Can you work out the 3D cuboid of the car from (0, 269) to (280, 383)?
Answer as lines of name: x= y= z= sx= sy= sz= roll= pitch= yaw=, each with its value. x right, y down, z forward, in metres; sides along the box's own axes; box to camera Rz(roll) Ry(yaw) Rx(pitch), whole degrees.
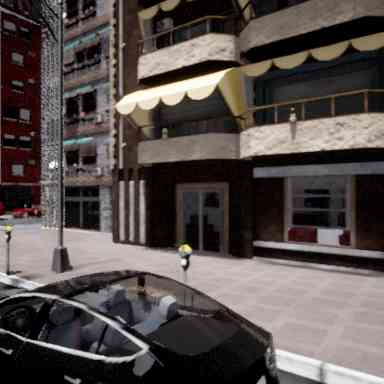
car: x=-1.201 y=1.585 z=3.731 sx=4.313 sy=1.339 sz=1.947 roll=0 pitch=0 yaw=36

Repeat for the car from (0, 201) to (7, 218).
car: x=-20.821 y=1.821 z=32.393 sx=2.192 sy=1.841 sz=5.009 roll=-1 pitch=-2 yaw=35

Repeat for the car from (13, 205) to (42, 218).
car: x=-17.525 y=2.153 z=37.032 sx=1.887 sy=1.381 sz=4.507 roll=-1 pitch=-2 yaw=35
